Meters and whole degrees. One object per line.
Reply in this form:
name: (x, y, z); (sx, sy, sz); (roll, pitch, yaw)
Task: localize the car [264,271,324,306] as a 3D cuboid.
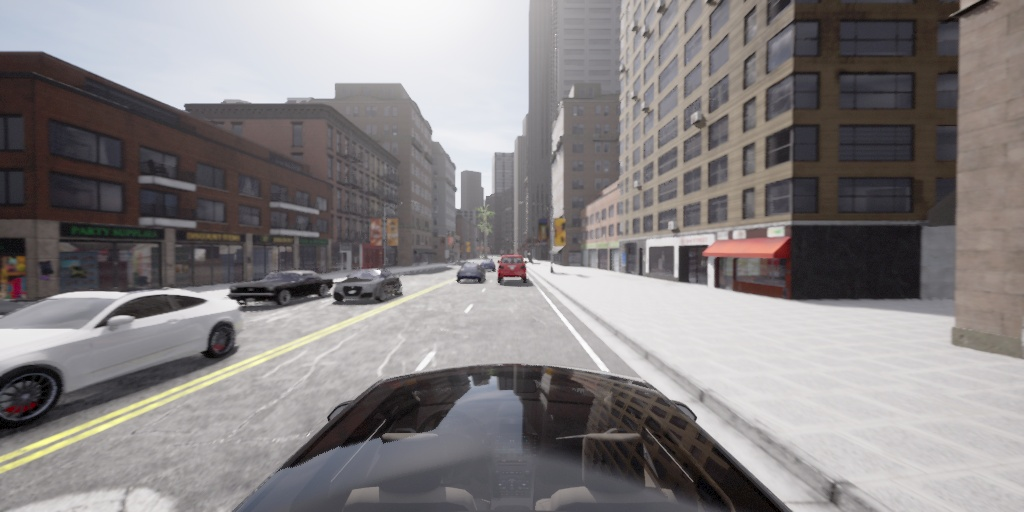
car: (-9.845, 1.330, 15.737); (1.895, 1.301, 4.718); (0, 0, 0)

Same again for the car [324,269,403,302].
car: (-6.596, 1.293, 16.770); (1.994, 1.385, 4.181); (0, 0, -1)

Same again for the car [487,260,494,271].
car: (-3.165, 1.226, 47.640); (1.812, 1.442, 4.674); (0, 0, 0)

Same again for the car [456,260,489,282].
car: (-3.219, 1.281, 28.721); (1.994, 1.385, 4.181); (0, 0, 0)

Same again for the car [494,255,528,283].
car: (0.022, 0.942, 27.865); (2.150, 2.045, 5.566); (0, 0, 0)

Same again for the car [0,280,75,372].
car: (-9.846, 1.236, 4.751); (2.128, 1.511, 4.902); (0, 0, 0)

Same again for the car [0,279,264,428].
car: (-6.582, 1.269, 5.772); (1.812, 1.442, 4.674); (0, 0, 0)
